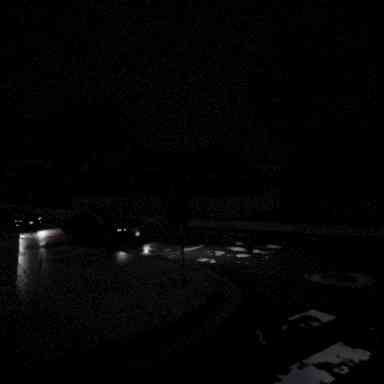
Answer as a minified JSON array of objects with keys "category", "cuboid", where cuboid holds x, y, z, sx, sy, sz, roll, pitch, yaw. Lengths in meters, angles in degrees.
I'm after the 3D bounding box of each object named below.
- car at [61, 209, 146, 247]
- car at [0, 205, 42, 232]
[{"category":"car","cuboid":[-4.398,1.611,16.235,4.902,1.511,2.128,0,3,36]},{"category":"car","cuboid":[-11.715,1.636,21.916,4.892,1.490,1.837,0,4,40]}]
